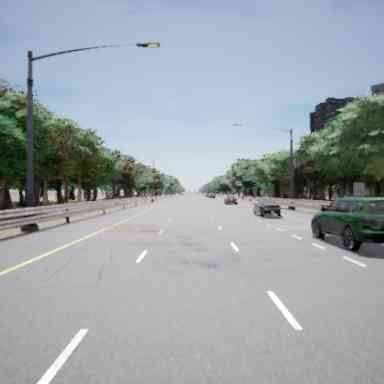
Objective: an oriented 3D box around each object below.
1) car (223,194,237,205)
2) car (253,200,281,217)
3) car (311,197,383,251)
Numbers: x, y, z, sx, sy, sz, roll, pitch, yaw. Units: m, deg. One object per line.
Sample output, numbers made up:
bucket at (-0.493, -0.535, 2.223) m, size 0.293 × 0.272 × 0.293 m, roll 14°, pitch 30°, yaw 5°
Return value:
car at (6.991, 1.375, 61.551) m, size 2.097 × 1.767 × 4.553 m, roll 0°, pitch 0°, yaw 0°
car at (6.992, 1.511, 31.243) m, size 1.837 × 1.490 × 4.892 m, roll 0°, pitch 0°, yaw 0°
car at (6.996, 1.224, 14.149) m, size 2.150 × 2.045 × 5.566 m, roll 0°, pitch 0°, yaw 0°
